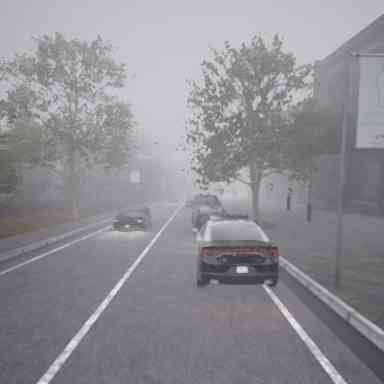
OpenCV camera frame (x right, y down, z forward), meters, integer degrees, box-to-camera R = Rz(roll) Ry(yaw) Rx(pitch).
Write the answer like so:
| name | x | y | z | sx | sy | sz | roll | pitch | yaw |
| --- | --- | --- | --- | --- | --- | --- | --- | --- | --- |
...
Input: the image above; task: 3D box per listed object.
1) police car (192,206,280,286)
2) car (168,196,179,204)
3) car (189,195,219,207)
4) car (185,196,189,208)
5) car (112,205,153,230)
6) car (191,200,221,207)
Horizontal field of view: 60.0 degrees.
| name | x | y | z | sx | sy | sz | roll | pitch | yaw |
| --- | --- | --- | --- | --- | --- | --- | --- | --- | --- |
| police car | 1.046 | 1.420 | 9.526 | 1.930 | 1.638 | 5.238 | 0 | 0 | 0 |
| car | -3.505 | 1.528 | 63.381 | 1.994 | 1.385 | 4.181 | 0 | 0 | 1 |
| car | 1.039 | 1.211 | 25.517 | 2.150 | 2.045 | 5.566 | 0 | 0 | 0 |
| car | 0.064 | 1.577 | 46.426 | 1.895 | 1.301 | 4.718 | 0 | 0 | 0 |
| car | -3.609 | 1.536 | 21.244 | 2.033 | 1.411 | 5.357 | 0 | 0 | 0 |
| car | 1.042 | 1.468 | 19.465 | 1.882 | 1.535 | 5.008 | 0 | 0 | 0 |
